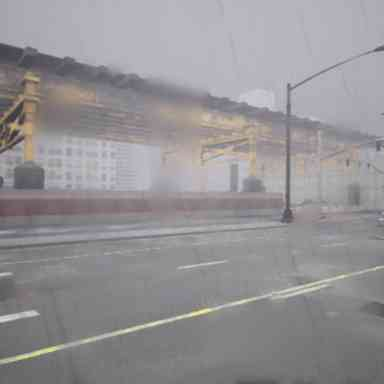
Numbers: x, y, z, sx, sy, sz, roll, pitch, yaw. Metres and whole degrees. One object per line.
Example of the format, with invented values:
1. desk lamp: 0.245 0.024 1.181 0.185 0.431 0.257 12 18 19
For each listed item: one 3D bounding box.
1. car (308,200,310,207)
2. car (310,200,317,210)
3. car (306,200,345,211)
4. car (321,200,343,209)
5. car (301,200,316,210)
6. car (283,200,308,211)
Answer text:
1. car: 12.123 1.813 42.840 4.974 1.542 2.038 0 0 8
2. car: 15.866 1.861 45.527 2.038 1.542 4.974 0 0 18
3. car: 19.774 1.917 49.289 4.974 1.542 2.038 1 0 -7
4. car: 19.724 1.759 49.283 4.536 1.218 1.853 1 0 -7
5. car: 15.883 1.704 45.578 1.853 1.218 4.536 0 0 18
6. car: 12.073 1.655 42.848 4.536 1.218 1.853 0 0 8
